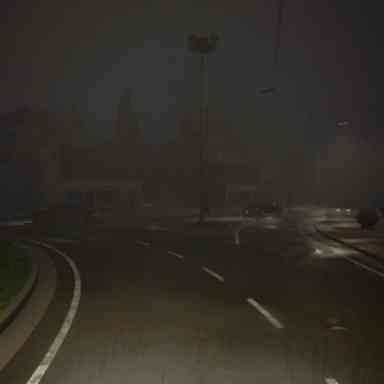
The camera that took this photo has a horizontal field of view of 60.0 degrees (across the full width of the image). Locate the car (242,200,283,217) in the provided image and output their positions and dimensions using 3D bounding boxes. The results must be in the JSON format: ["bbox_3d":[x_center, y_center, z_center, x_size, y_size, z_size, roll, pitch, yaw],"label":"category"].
[{"bbox_3d":[6.686,1.509,31.404,4.902,1.511,2.128,0,0,-43],"label":"car"}]

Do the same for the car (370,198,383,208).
[{"bbox_3d":[26.894,1.620,47.450,1.837,1.490,4.892,1,0,42],"label":"car"}]

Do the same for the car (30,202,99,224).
[{"bbox_3d":[-8.963,1.467,23.527,4.674,1.442,1.812,0,1,2],"label":"car"}]

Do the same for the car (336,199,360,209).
[{"bbox_3d":[22.527,1.692,48.019,1.895,1.301,4.718,0,0,43],"label":"car"}]
